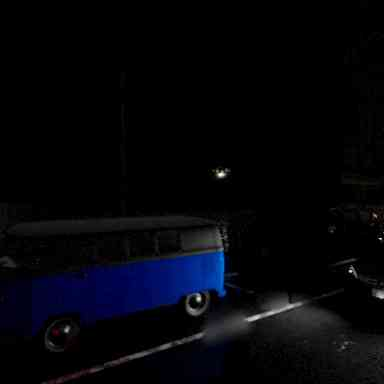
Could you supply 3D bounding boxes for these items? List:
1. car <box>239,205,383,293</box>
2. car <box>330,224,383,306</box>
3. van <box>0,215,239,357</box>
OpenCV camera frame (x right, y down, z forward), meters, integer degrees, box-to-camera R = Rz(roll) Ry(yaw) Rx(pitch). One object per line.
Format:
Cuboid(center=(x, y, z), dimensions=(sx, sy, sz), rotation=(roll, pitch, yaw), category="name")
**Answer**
Cuboid(center=(3.327, 1.304, 9.072), dimensions=(5.009, 1.841, 2.192), rotation=(0, 0, -36), category="car")
Cuboid(center=(5.174, 1.511, 7.123), dimensions=(4.674, 1.442, 1.812), rotation=(0, 0, -36), category="car")
Cuboid(center=(-1.275, 1.342, 5.747), dimensions=(3.998, 1.788, 1.690), rotation=(0, 0, -36), category="van")
